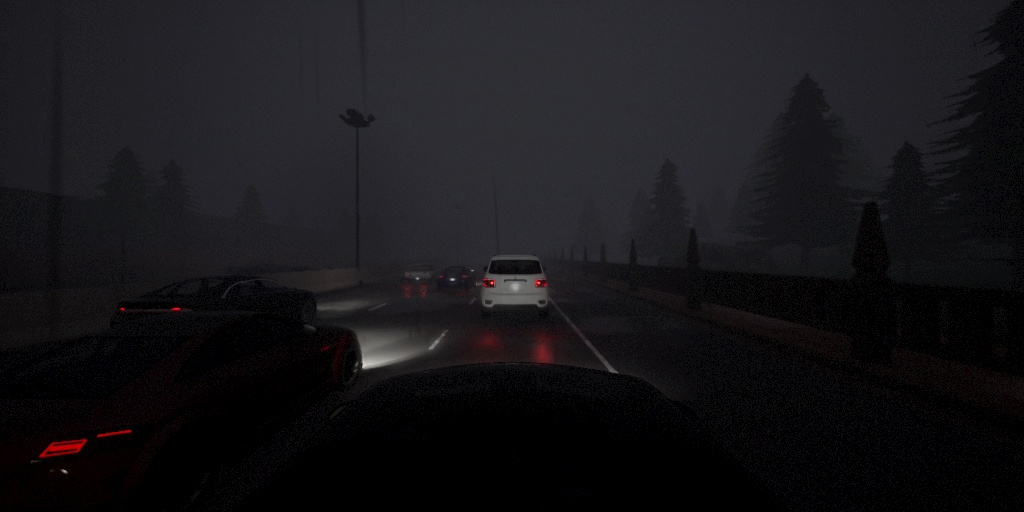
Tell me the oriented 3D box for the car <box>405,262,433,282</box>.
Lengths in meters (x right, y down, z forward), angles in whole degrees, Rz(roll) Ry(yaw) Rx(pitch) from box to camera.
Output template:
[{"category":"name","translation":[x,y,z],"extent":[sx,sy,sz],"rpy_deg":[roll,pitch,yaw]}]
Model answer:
[{"category":"car","translation":[-6.901,1.355,28.435],"extent":[1.895,1.301,4.718],"rpy_deg":[0,0,0]}]

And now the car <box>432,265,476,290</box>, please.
[{"category":"car","translation":[-3.401,1.317,22.521],"extent":[1.994,1.385,4.181],"rpy_deg":[0,0,0]}]

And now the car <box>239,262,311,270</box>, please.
[{"category":"car","translation":[-14.100,1.300,22.701],"extent":[2.033,1.411,5.357],"rpy_deg":[0,0,0]}]

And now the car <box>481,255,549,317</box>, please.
[{"category":"car","translation":[0.100,0.973,13.273],"extent":[2.150,2.045,5.566],"rpy_deg":[0,0,0]}]

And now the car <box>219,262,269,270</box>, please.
[{"category":"car","translation":[-17.602,1.300,23.099],"extent":[2.033,1.411,5.357],"rpy_deg":[0,0,0]}]

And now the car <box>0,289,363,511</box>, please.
[{"category":"car","translation":[-3.400,1.314,4.135],"extent":[1.994,1.385,4.181],"rpy_deg":[0,0,0]}]

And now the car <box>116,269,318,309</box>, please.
[{"category":"car","translation":[-6.900,1.242,9.067],"extent":[2.128,1.511,4.902],"rpy_deg":[0,0,0]}]
